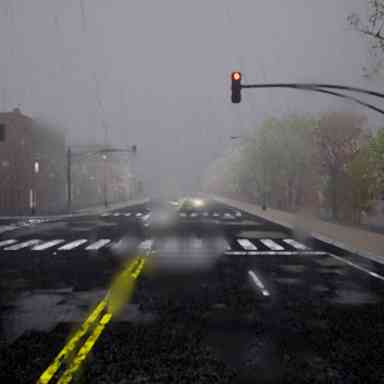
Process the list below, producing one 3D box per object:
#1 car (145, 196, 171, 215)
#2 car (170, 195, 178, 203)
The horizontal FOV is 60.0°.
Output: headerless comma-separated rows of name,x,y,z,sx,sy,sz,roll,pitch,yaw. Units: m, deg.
car,-3.279,1.420,31.954,1.812,1.442,4.674,0,1,0
car,-3.391,1.268,59.816,2.033,1.411,5.357,0,1,0
